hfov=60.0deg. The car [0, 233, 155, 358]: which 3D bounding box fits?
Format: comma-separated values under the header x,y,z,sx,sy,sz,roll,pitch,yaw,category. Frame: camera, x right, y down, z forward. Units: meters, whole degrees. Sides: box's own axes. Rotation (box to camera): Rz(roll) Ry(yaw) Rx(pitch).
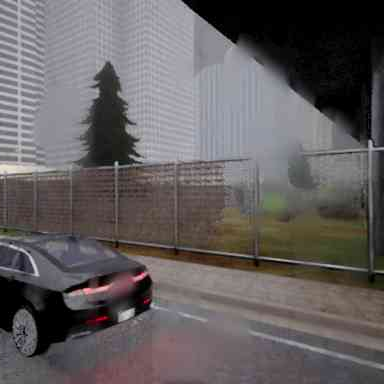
x,y,z,sx,sy,sz,roll,pitch,yaw,category
-2.891,1.516,6.068,4.902,1.511,2.128,0,0,35,car
